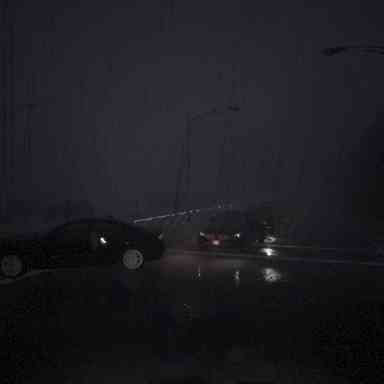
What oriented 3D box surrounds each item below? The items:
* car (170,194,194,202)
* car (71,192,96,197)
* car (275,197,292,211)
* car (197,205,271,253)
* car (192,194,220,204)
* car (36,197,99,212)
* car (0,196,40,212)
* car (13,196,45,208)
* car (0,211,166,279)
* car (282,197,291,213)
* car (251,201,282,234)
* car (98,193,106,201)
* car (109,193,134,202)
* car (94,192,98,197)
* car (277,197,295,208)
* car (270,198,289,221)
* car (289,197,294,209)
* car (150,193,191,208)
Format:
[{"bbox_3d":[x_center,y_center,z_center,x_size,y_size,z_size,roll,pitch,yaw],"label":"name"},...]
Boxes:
[{"bbox_3d":[-2.104,1.257,68.690,4.514,1.523,2.007,0,0,18],"label":"car"},{"bbox_3d":[-18.464,1.249,53.736,4.514,1.523,2.007,0,0,18],"label":"car"},{"bbox_3d":[11.658,1.483,42.110,1.837,1.490,4.892,0,0,19],"label":"car"},{"bbox_3d":[1.813,1.514,13.896,1.812,1.442,4.674,0,0,24],"label":"car"},{"bbox_3d":[1.660,1.125,56.782,5.027,1.636,2.152,0,0,18],"label":"car"},{"bbox_3d":[-9.036,1.356,24.209,3.633,1.501,1.845,0,0,18],"label":"car"},{"bbox_3d":[-15.115,1.356,29.404,3.806,1.475,1.970,0,0,18],"label":"car"},{"bbox_3d":[-21.698,1.273,44.281,3.633,1.501,1.845,0,0,18],"label":"car"},{"bbox_3d":[-3.285,1.475,9.871,5.008,1.535,1.882,0,0,-15],"label":"car"},{"bbox_3d":[7.747,1.486,30.515,1.837,1.490,4.892,0,0,19],"label":"car"},{"bbox_3d":[3.960,1.490,19.305,1.837,1.490,4.892,0,0,19],"label":"car"},{"bbox_3d":[-20.214,1.014,70.941,3.866,1.878,1.905,0,0,18],"label":"car"},{"bbox_3d":[-13.809,1.045,65.312,4.605,1.855,1.932,0,0,18],"label":"car"},{"bbox_3d":[-21.856,1.298,67.986,3.806,1.475,1.970,0,0,18],"label":"car"},{"bbox_3d":[13.539,1.468,47.686,2.128,1.511,4.902,0,0,19],"label":"car"},{"bbox_3d":[5.870,1.474,24.951,2.128,1.511,4.902,0,0,19],"label":"car"},{"bbox_3d":[9.786,1.543,36.553,1.994,1.385,4.181,0,0,19],"label":"car"},{"bbox_3d":[-2.967,1.074,41.774,4.605,1.855,1.932,0,0,18],"label":"car"}]
